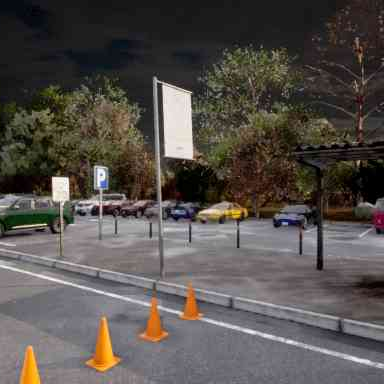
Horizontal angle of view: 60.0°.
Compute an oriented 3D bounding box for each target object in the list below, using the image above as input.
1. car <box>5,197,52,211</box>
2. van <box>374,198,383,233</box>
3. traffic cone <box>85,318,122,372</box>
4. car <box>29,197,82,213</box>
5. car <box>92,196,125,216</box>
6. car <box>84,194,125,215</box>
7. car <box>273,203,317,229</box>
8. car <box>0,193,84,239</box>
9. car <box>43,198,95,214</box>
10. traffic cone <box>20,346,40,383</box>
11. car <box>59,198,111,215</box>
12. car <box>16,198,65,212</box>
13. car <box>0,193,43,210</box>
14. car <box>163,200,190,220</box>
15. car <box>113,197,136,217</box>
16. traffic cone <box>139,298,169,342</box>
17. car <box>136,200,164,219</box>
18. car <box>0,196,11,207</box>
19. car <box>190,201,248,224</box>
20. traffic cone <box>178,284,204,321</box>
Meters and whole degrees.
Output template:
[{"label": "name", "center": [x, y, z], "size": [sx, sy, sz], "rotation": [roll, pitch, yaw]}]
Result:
[{"label": "car", "center": [-20.201, 1.451, 41.295], "size": [2.163, 1.488, 4.792], "rotation": [0, 0, 35]}, {"label": "van", "center": [11.642, 1.264, 19.012], "size": [1.878, 1.987, 4.442], "rotation": [0, 0, 35]}, {"label": "traffic cone", "center": [-1.166, 1.957, 4.386], "size": [0.340, 0.580, 0.340], "rotation": [0, 0, 35]}, {"label": "car", "center": [-15.567, 1.444, 38.227], "size": [1.946, 1.575, 5.366], "rotation": [0, 0, 35]}, {"label": "car", "center": [-6.586, 1.466, 31.693], "size": [2.097, 1.535, 5.008], "rotation": [0, 0, 35]}, {"label": "car", "center": [-8.876, 1.212, 33.261], "size": [2.435, 2.045, 5.566], "rotation": [0, 0, 35]}, {"label": "car", "center": [7.018, 1.513, 22.085], "size": [2.163, 1.488, 4.792], "rotation": [0, 0, 35]}, {"label": "car", "center": [-8.875, 1.220, 17.272], "size": [2.435, 2.045, 5.566], "rotation": [0, 0, 35]}, {"label": "car", "center": [-13.404, 1.454, 36.474], "size": [2.097, 1.535, 5.008], "rotation": [0, 0, 35]}, {"label": "traffic cone", "center": [-1.741, 1.957, 3.570], "size": [0.340, 0.580, 0.340], "rotation": [0, 0, 35]}, {"label": "car", "center": [-11.132, 1.461, 34.876], "size": [2.231, 1.521, 4.892], "rotation": [0, 0, 35]}, {"label": "car", "center": [-17.958, 1.468, 39.646], "size": [2.163, 1.488, 4.792], "rotation": [0, 0, 35]}, {"label": "car", "center": [-22.502, 1.153, 42.843], "size": [2.435, 2.045, 5.566], "rotation": [0, 0, 35]}, {"label": "car", "center": [0.239, 1.504, 26.923], "size": [2.163, 1.488, 4.792], "rotation": [0, 0, 35]}, {"label": "car", "center": [-4.315, 1.469, 30.096], "size": [2.097, 1.535, 5.008], "rotation": [0, 0, 35]}, {"label": "traffic cone", "center": [-0.591, 1.957, 5.202], "size": [0.340, 0.580, 0.340], "rotation": [0, 0, 35]}, {"label": "car", "center": [-2.044, 1.473, 28.500], "size": [2.231, 1.521, 4.892], "rotation": [0, 0, 35]}, {"label": "car", "center": [-29.192, 1.332, 47.810], "size": [1.946, 1.575, 5.366], "rotation": [1, 0, 35]}, {"label": "car", "center": [2.386, 1.474, 25.151], "size": [1.946, 1.575, 5.366], "rotation": [0, 0, 35]}, {"label": "traffic cone", "center": [-0.016, 1.957, 6.018], "size": [0.340, 0.580, 0.340], "rotation": [0, 0, 36]}]
